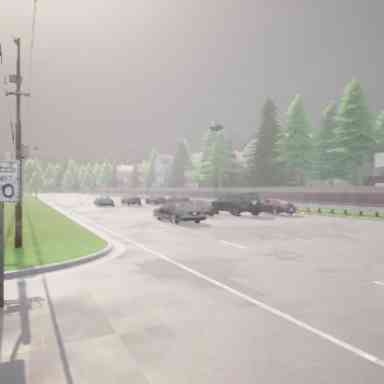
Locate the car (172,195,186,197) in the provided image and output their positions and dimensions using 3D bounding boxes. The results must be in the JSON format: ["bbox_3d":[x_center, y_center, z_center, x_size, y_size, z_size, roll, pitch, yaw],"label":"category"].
[{"bbox_3d":[-2.055,1.149,48.160,1.837,1.490,4.892,0,1,-27],"label":"car"}]

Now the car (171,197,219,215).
[{"bbox_3d":[0.160,1.356,28.354,1.994,1.385,4.181,0,0,-27],"label":"car"}]

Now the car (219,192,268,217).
[{"bbox_3d":[3.761,1.015,28.992,2.150,2.045,5.566,0,1,-27],"label":"car"}]

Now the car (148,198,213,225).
[{"bbox_3d":[-0.985,1.378,22.884,2.033,1.411,5.357,0,0,-27],"label":"car"}]

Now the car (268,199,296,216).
[{"bbox_3d":[7.257,1.318,29.838,1.812,1.442,4.674,0,0,-27],"label":"car"}]

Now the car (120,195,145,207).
[{"bbox_3d":[-8.298,1.162,44.995,1.837,1.490,4.892,0,1,-27],"label":"car"}]

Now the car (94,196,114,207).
[{"bbox_3d":[-11.702,1.223,43.967,1.994,1.385,4.181,0,0,-27],"label":"car"}]

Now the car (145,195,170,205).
[{"bbox_3d":[-5.176,1.156,46.576,1.837,1.490,4.892,0,1,-27],"label":"car"}]
